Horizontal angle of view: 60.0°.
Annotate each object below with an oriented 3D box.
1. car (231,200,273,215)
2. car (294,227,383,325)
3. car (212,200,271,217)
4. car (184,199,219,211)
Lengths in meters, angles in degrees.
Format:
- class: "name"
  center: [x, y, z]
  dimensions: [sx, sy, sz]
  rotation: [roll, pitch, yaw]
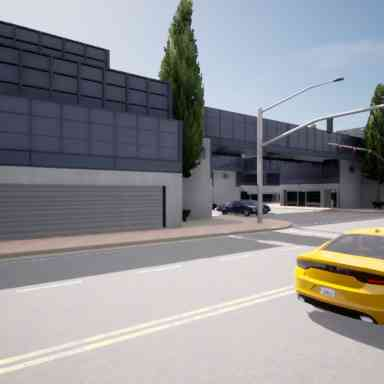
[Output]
- class: "car"
  center: [6.374, 1.564, 35.615]
  dimensions: [1.994, 1.385, 4.181]
  rotation: [0, 0, -37]
- class: "car"
  center: [4.221, 1.478, 6.856]
  dimensions: [5.008, 1.535, 1.882]
  rotation: [0, 0, -36]
- class: "car"
  center: [4.650, 1.547, 32.080]
  dimensions: [2.033, 1.411, 5.357]
  rotation: [0, 0, -37]
- class: "car"
  center: [1.140, 1.601, 42.599]
  dimensions: [1.895, 1.301, 4.718]
  rotation: [0, 0, -37]
